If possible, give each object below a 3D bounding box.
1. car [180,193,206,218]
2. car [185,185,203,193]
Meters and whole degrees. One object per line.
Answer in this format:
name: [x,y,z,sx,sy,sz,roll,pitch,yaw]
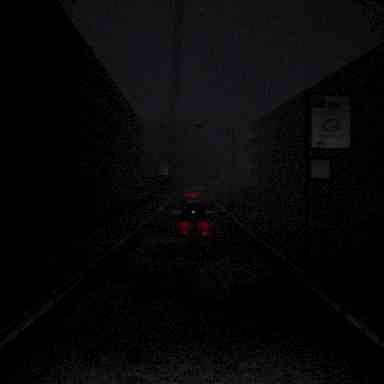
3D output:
car: [0.095,1.100,24.957,1.812,1.442,4.674,0,2,0]
car: [0.101,0.243,42.715,1.882,1.535,5.008,0,3,0]
